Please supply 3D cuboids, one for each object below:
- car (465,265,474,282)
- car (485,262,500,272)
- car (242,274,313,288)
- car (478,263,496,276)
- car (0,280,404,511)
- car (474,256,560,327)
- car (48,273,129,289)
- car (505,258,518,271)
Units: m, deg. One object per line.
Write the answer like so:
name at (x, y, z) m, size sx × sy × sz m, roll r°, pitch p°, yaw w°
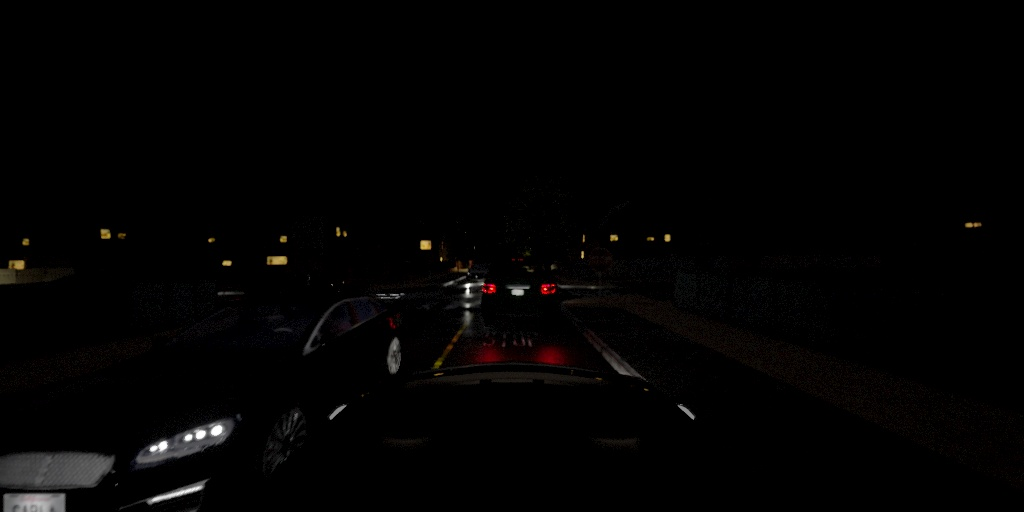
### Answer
car at (-2.895, 1.450, 31.613) m, size 1.812 × 1.442 × 4.674 m, roll 0°, pitch 0°, yaw 0°
car at (-2.910, 1.660, 54.840) m, size 1.994 × 1.385 × 4.181 m, roll 0°, pitch 0°, yaw 1°
car at (-11.686, 1.636, 19.562) m, size 4.718 × 1.301 × 1.895 m, roll -1°, pitch 2°, yaw -3°
car at (-2.901, 1.524, 41.924) m, size 1.812 × 1.442 × 4.674 m, roll 0°, pitch 0°, yaw 0°
car at (-2.855, 1.255, 4.595) m, size 2.128 × 1.511 × 4.902 m, roll 0°, pitch 0°, yaw 0°
car at (0.397, 1.026, 11.921) m, size 2.150 × 2.045 × 5.566 m, roll 0°, pitch 0°, yaw 5°
car at (-22.130, 1.693, 19.353) m, size 4.892 × 1.490 × 1.837 m, roll -1°, pitch 2°, yaw -1°
car at (-0.090, 1.366, 60.522) m, size 2.150 × 2.045 × 5.566 m, roll 0°, pitch -1°, yaw 0°
